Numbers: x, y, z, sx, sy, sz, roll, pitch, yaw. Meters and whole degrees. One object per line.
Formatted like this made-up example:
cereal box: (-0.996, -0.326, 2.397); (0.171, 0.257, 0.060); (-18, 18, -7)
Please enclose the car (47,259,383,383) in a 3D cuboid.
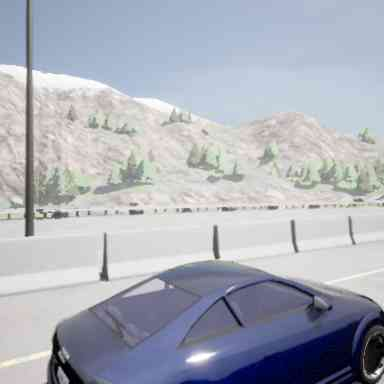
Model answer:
car: (0.554, 1.552, 3.978); (4.181, 1.385, 1.994); (0, 0, -34)
